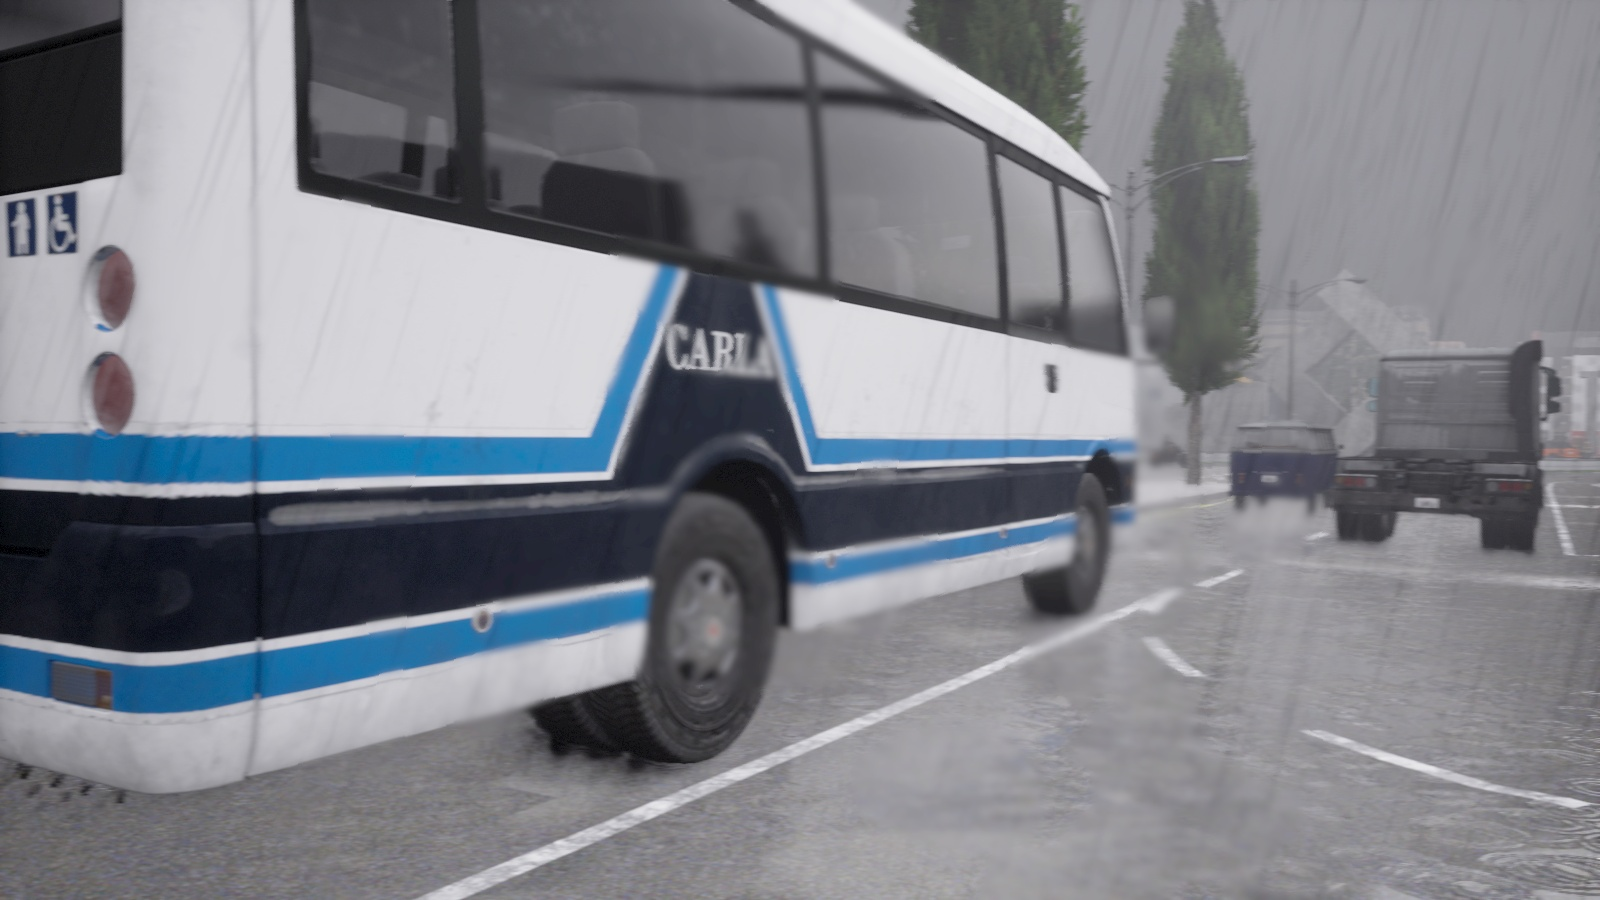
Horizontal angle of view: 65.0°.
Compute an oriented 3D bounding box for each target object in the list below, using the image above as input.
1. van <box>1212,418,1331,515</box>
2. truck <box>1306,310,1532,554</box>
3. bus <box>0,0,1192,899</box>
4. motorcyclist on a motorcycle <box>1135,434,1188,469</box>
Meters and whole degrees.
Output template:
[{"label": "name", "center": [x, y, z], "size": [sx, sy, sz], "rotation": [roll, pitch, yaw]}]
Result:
[{"label": "van", "center": [10.705, 0.307, 28.337], "size": [1.775, 1.987, 4.442], "rotation": [1, 1, 30]}, {"label": "truck", "center": [11.059, -0.317, 21.961], "size": [2.891, 3.462, 7.936], "rotation": [1, 1, 30]}, {"label": "bus", "center": [-0.431, -0.675, 8.899], "size": [3.944, 4.253, 10.273], "rotation": [1, 1, 30]}, {"label": "motorcyclist on a motorcycle", "center": [17.535, 0.056, 61.022], "size": [2.350, 1.649, 0.766], "rotation": [2, 1, 44]}]
